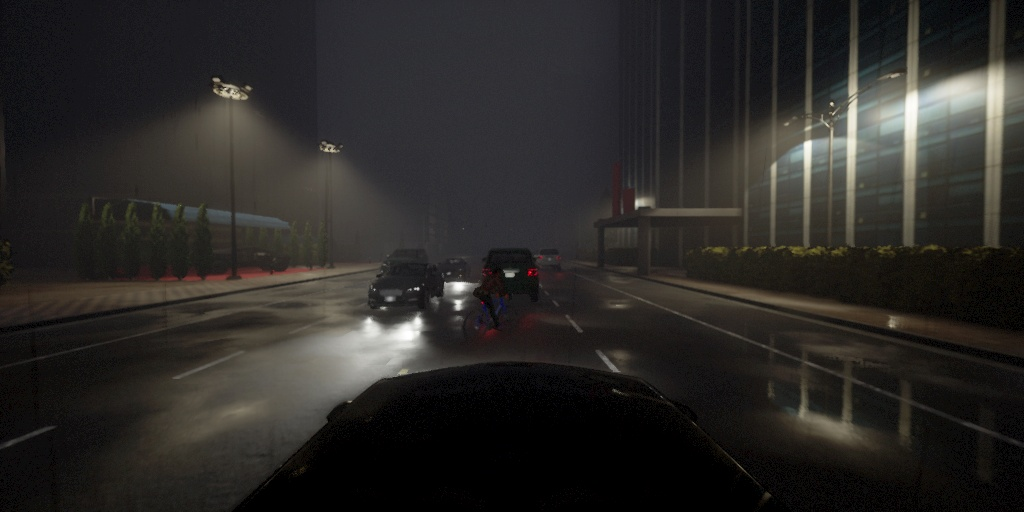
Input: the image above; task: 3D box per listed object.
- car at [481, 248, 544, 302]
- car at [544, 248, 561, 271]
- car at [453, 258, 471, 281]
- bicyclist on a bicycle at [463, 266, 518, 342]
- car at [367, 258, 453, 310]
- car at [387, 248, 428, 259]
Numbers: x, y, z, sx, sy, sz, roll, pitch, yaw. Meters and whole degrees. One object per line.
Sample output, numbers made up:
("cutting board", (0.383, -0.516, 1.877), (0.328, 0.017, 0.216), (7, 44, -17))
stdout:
("car", (-0.104, 0.686, 15.064), (2.150, 2.045, 5.566), (0, 1, -1))
("car", (3.179, 0.277, 33.128), (2.150, 2.045, 5.566), (0, 1, -1))
("car", (-3.872, 0.839, 23.818), (1.994, 1.385, 4.181), (0, 1, -1))
("bicyclist on a bicycle", (-0.452, 1.063, 8.173), (1.656, 1.620, 0.582), (-1, 1, -45))
("car", (-3.740, 0.995, 13.356), (2.128, 1.511, 4.902), (0, 1, -1))
("car", (-7.304, 0.481, 25.145), (2.150, 2.045, 5.566), (0, 1, -1))
